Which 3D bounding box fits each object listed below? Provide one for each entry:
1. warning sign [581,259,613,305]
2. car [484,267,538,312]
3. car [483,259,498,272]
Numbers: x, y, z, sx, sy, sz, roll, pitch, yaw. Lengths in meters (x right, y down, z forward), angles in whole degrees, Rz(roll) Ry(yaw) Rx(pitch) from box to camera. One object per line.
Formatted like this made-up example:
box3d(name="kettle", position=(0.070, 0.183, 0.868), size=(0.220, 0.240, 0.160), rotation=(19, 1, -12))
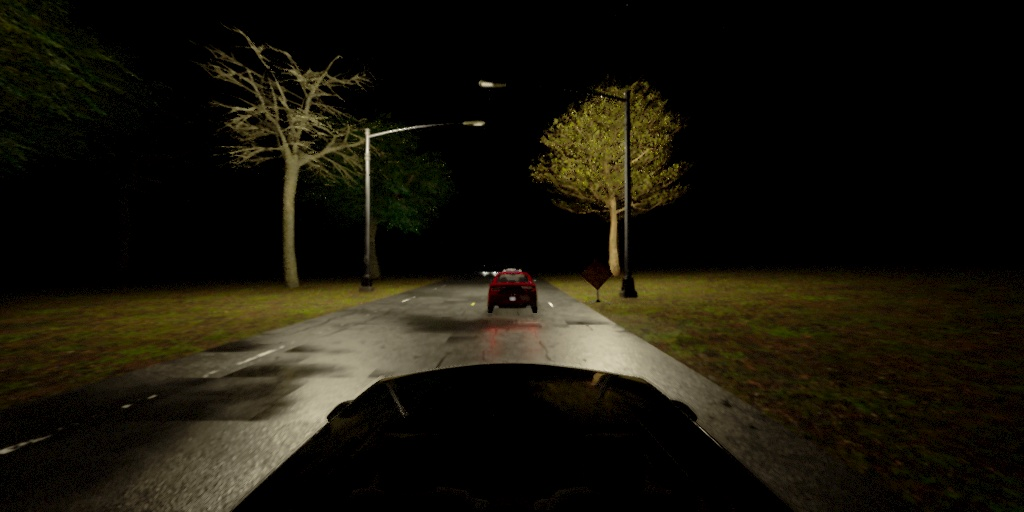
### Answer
box3d(name="warning sign", position=(3.542, 1.030, 14.744), size=(1.300, 1.860, 1.060), rotation=(0, 0, 0))
box3d(name="car", position=(0.043, 1.396, 15.090), size=(1.882, 1.535, 5.008), rotation=(0, -1, 0))
box3d(name="car", position=(-3.581, 1.557, 59.862), size=(2.150, 2.045, 5.566), rotation=(0, 0, 0))
